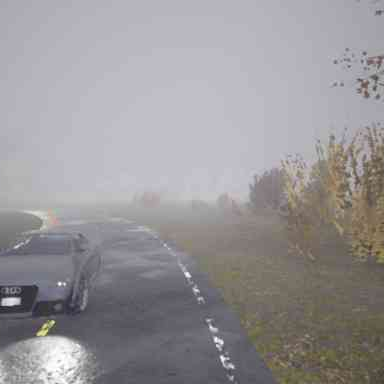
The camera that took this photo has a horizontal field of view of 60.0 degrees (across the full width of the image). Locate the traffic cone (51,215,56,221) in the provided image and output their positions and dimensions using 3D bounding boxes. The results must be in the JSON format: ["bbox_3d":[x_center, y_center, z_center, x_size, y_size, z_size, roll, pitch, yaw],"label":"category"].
[{"bbox_3d":[-9.068,1.975,22.037,0.340,0.580,0.340,0,0,-22],"label":"traffic cone"}]

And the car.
[{"bbox_3d":[-3.181,1.569,7.295,1.994,1.385,4.181,0,0,-8],"label":"car"}]

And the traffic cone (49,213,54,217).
[{"bbox_3d":[-11.006,1.988,26.447,0.340,0.580,0.340,0,0,-26],"label":"traffic cone"}]

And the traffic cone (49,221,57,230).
[{"bbox_3d":[-7.459,1.965,17.495,0.340,0.580,0.340,0,0,-17],"label":"traffic cone"}]

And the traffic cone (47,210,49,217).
[{"bbox_3d":[-13.260,2.003,30.706,0.340,0.580,0.340,1,0,-30],"label":"traffic cone"}]
